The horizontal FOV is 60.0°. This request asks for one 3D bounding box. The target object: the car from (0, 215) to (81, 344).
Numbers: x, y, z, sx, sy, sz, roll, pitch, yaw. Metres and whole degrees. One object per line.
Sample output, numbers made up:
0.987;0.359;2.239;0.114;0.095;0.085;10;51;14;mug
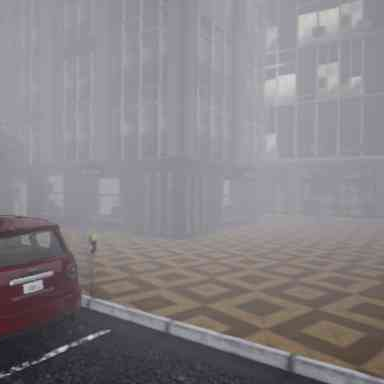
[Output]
-4.034;1.343;5.779;5.009;1.841;2.192;0;1;36;car
